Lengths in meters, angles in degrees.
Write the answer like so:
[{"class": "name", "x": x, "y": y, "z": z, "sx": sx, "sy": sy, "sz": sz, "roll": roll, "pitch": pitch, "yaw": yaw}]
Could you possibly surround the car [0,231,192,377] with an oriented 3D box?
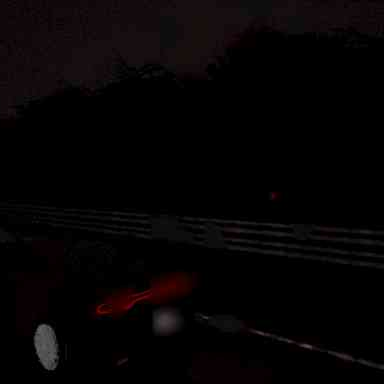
[{"class": "car", "x": -2.319, "y": 1.407, "z": 5.578, "sx": 5.008, "sy": 1.535, "sz": 1.882, "roll": 1, "pitch": 1, "yaw": 37}]
